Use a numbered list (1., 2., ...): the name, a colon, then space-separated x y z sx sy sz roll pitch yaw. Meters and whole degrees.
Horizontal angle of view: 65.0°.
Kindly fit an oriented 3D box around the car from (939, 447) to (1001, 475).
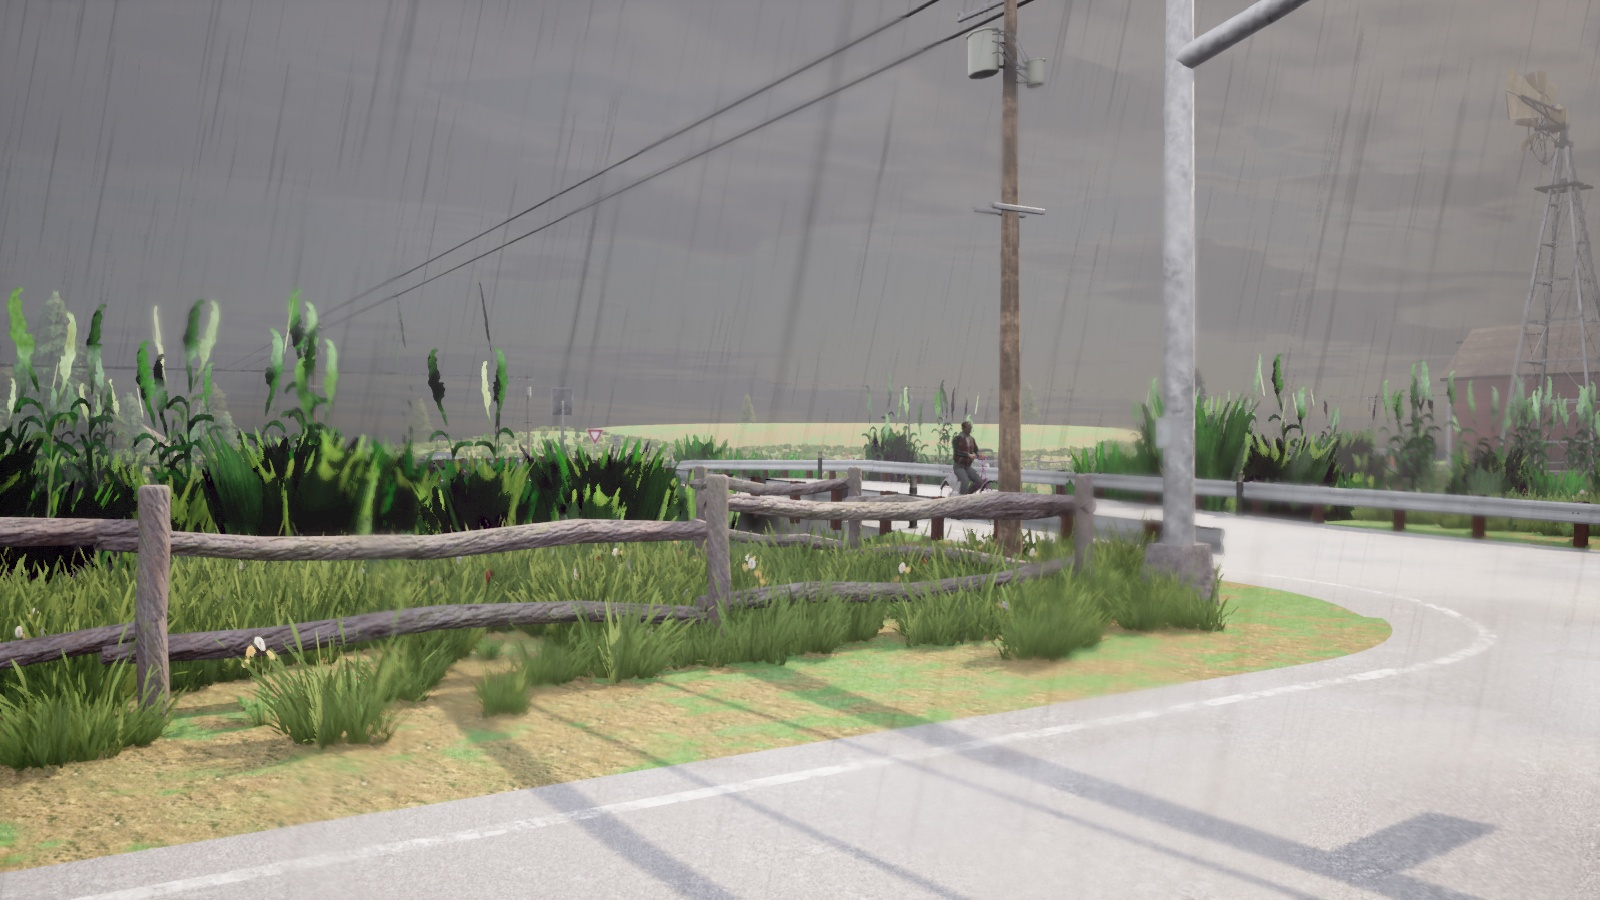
1. car: 11.585 0.760 85.606 3.866 1.878 1.905 0 0 -32

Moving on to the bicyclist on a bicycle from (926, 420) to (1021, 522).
1. bicyclist on a bicycle: 3.133 0.346 22.809 0.659 1.776 1.843 0 1 -32

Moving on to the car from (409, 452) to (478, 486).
1. car: -15.523 0.844 54.536 1.994 1.385 4.181 0 -2 -29
